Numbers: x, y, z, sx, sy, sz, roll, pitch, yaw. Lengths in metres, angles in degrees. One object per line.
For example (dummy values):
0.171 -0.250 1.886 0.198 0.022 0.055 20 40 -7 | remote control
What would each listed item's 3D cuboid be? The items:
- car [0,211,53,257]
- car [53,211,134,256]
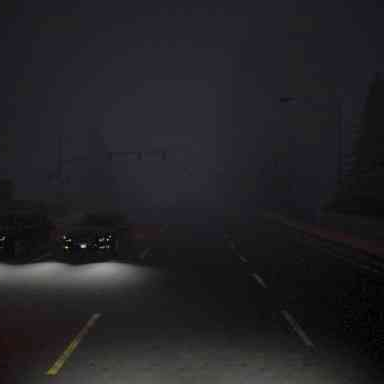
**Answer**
-7.054 1.551 13.215 1.837 1.490 4.892 0 -1 0 | car
-3.553 1.550 13.357 1.837 1.490 4.892 0 0 0 | car
